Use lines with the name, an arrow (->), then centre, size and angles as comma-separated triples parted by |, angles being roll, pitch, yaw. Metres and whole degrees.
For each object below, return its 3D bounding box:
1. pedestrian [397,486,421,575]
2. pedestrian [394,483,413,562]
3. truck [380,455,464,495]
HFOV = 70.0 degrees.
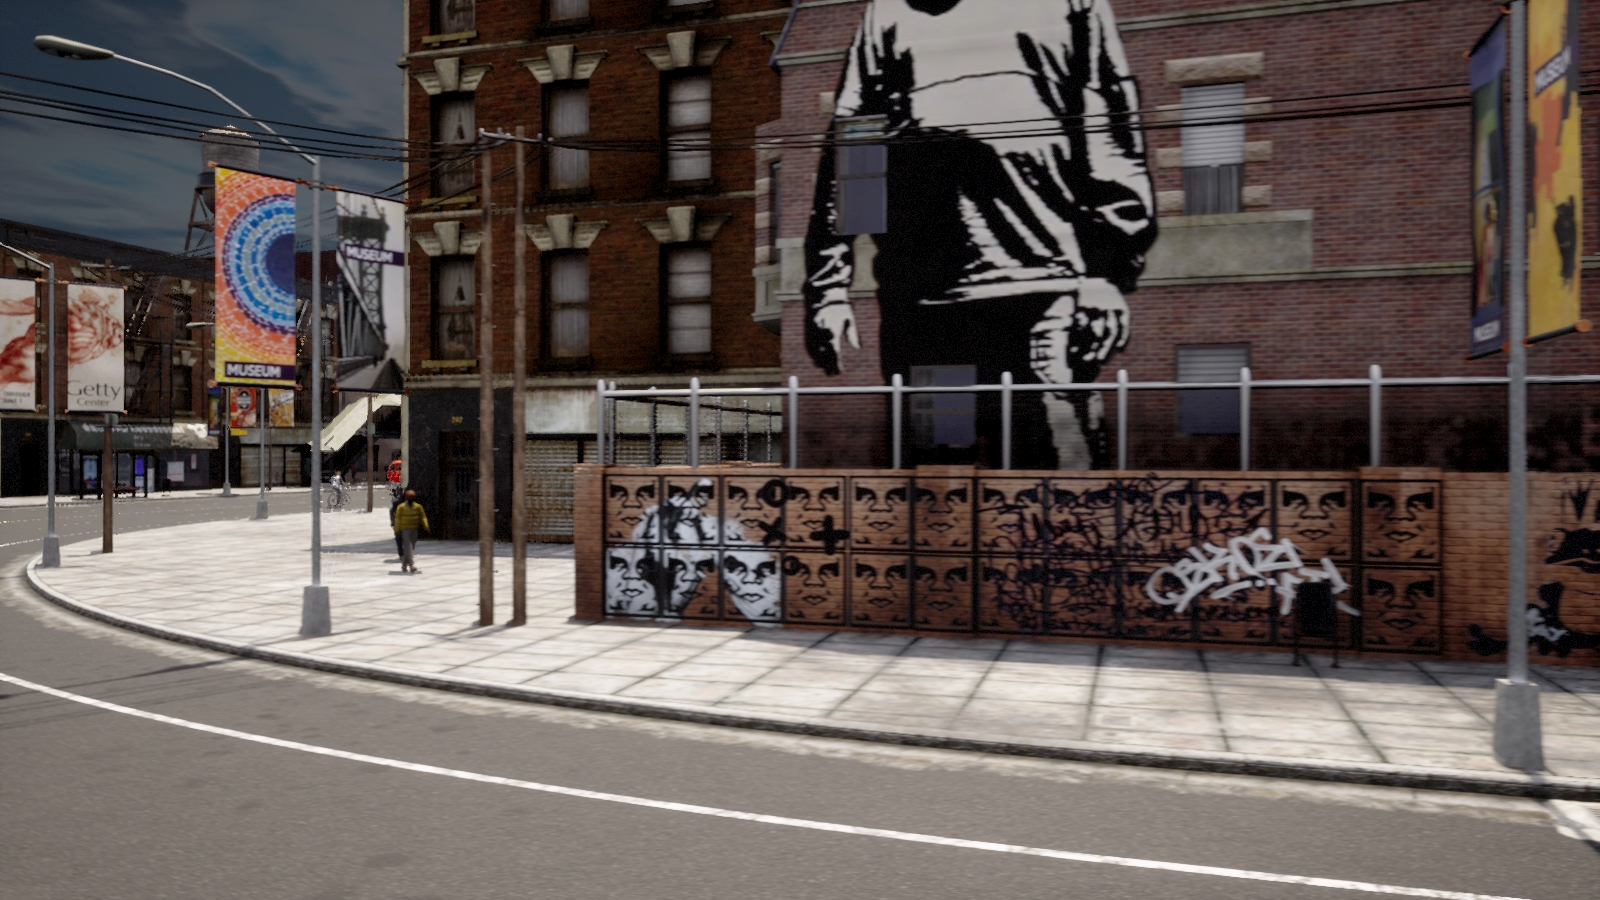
pedestrian -> -8.349, 1.705, 24.390 | 0.375, 1.860, 0.375 | 0, 0, -36
pedestrian -> -9.383, 1.706, 27.030 | 0.375, 1.860, 0.375 | 0, 0, -24
truck -> -24.452, 1.595, 74.098 | 2.627, 2.467, 5.204 | 0, 0, 17
